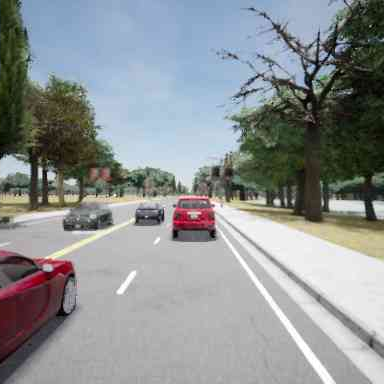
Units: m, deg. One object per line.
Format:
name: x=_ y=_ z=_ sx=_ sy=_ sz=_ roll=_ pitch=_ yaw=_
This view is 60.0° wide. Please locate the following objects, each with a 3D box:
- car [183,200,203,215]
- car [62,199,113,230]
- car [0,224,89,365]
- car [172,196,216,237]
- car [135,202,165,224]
car: x=0.106 y=1.644 z=37.045 sx=2.033 sy=1.411 sz=5.357 roll=0 pitch=0 yaw=0
car: x=-6.513 y=1.388 z=21.219 sx=2.097 sy=1.767 sz=4.553 roll=0 pitch=0 yaw=0
car: x=-3.149 y=1.483 z=4.454 sx=1.882 sy=1.535 sz=5.008 roll=0 pitch=0 yaw=0
car: x=0.103 y=1.252 z=18.353 sx=2.150 sy=2.045 sz=5.566 roll=0 pitch=0 yaw=0
car: x=-3.146 y=1.540 z=25.523 sx=2.128 sy=1.511 sz=4.902 roll=0 pitch=0 yaw=0
